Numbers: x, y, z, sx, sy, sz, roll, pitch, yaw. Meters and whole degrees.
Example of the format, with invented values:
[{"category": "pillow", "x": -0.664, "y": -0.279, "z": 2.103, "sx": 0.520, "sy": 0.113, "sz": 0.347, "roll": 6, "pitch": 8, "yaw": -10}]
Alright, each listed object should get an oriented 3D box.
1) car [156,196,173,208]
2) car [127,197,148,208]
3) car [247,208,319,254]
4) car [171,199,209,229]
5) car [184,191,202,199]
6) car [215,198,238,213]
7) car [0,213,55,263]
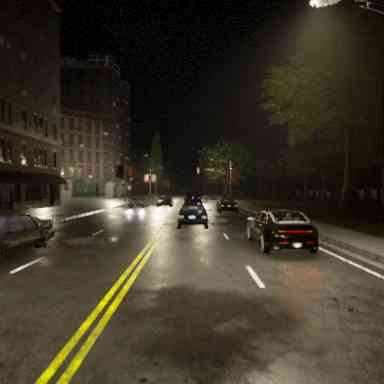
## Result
[{"category": "car", "x": -3.341, "y": 1.205, "z": 41.664, "sx": 2.033, "sy": 1.411, "sz": 5.357, "roll": 0, "pitch": 0, "yaw": 0}, {"category": "car", "x": -6.594, "y": 1.267, "z": 40.686, "sx": 1.895, "sy": 1.301, "sz": 4.718, "roll": 0, "pitch": 0, "yaw": 0}, {"category": "car", "x": 3.348, "y": 1.402, "z": 12.972, "sx": 1.837, "sy": 1.490, "sz": 4.892, "roll": 0, "pitch": 1, "yaw": 0}, {"category": "car", "x": 0.058, "y": 1.383, "z": 20.464, "sx": 2.033, "sy": 1.411, "sz": 5.357, "roll": 0, "pitch": 0, "yaw": 0}, {"category": "car", "x": 0.095, "y": 0.854, "z": 44.395, "sx": 2.150, "sy": 2.045, "sz": 5.566, "roll": 0, "pitch": 0, "yaw": 0}, {"category": "car", "x": 3.345, "y": 1.283, "z": 32.452, "sx": 2.033, "sy": 1.411, "sz": 5.357, "roll": 0, "pitch": 0, "yaw": 0}, {"category": "car", "x": -6.564, "y": 1.457, "z": 11.356, "sx": 2.033, "sy": 1.411, "sz": 5.357, "roll": 0, "pitch": 0, "yaw": 0}]
